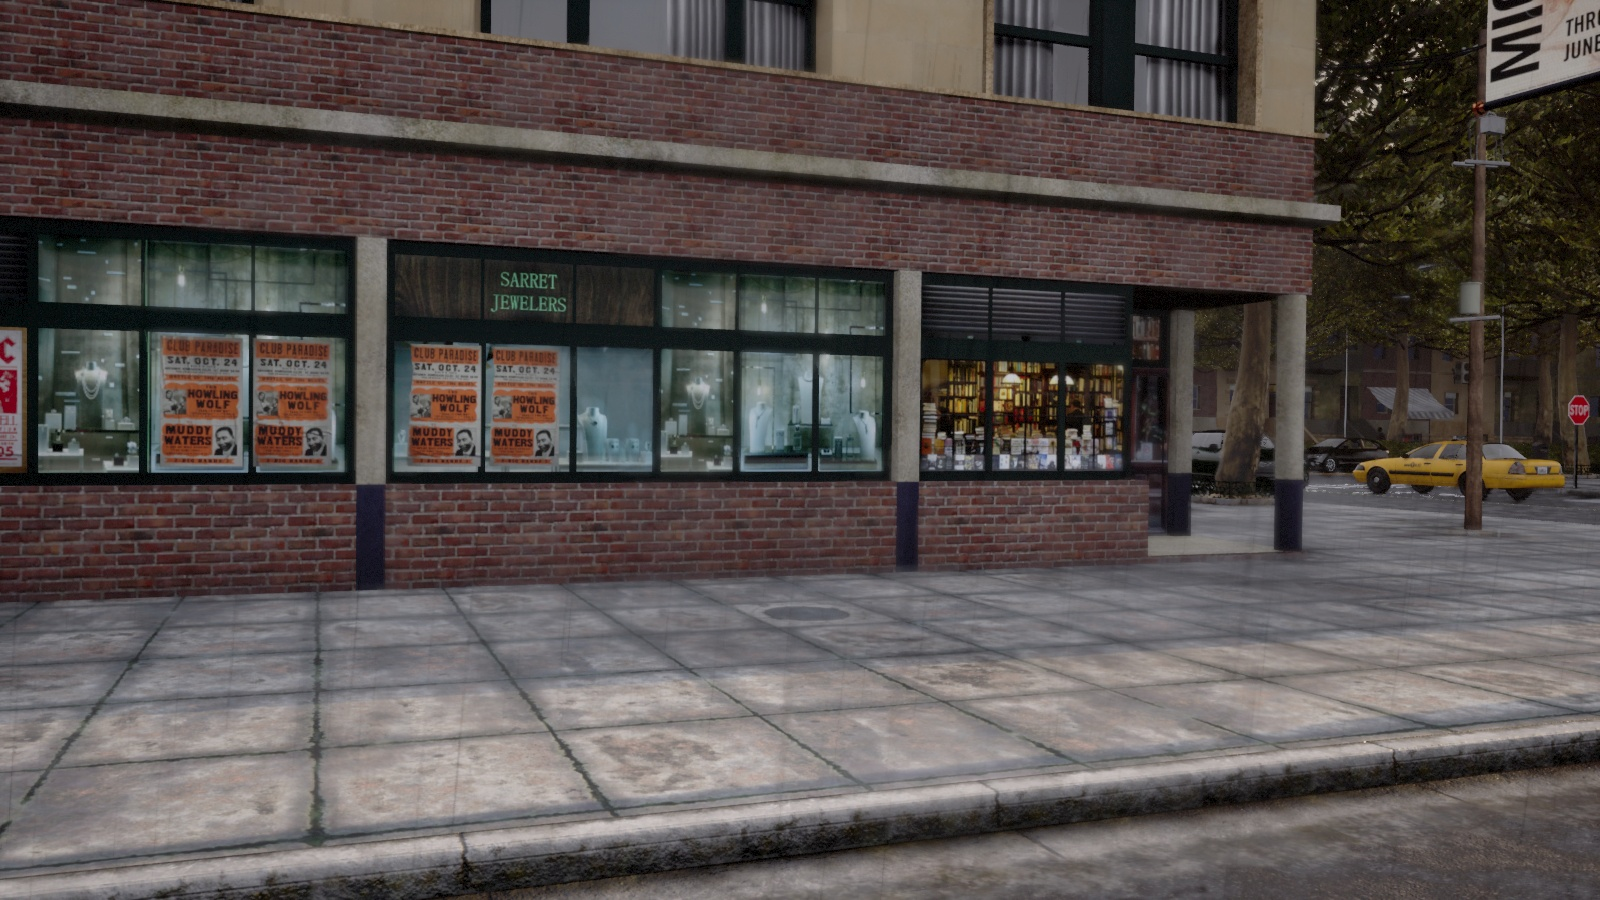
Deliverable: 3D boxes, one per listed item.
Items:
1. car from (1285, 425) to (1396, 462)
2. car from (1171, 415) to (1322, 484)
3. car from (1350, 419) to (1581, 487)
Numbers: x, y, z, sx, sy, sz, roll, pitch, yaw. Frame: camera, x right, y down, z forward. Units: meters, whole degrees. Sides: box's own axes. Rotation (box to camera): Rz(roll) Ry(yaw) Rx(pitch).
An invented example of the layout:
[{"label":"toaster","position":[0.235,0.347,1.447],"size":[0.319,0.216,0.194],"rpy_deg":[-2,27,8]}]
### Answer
[{"label":"car","position":[22.585,-0.286,52.477],"size":[4.193,1.474,1.816],"rpy_deg":[-1,1,-21]},{"label":"car","position":[12.320,-0.046,34.998],"size":[2.097,1.767,4.553],"rpy_deg":[-1,1,-8]},{"label":"car","position":[16.871,0.031,32.208],"size":[1.801,1.575,5.366],"rpy_deg":[-1,1,-22]}]
